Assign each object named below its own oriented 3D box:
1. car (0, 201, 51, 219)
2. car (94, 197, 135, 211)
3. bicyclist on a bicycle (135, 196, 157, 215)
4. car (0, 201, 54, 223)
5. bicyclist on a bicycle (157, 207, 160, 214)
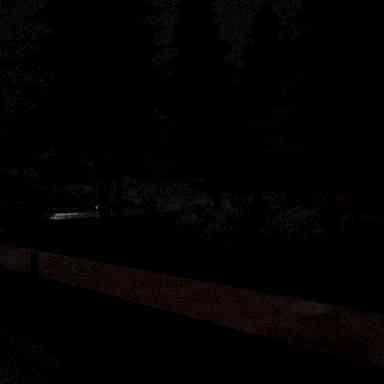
[{"bbox_3d":[-14.350,1.438,27.422,1.895,1.301,4.718,0,0,35],"label":"car"},{"bbox_3d":[-8.295,1.329,35.907,2.128,1.511,4.902,0,0,36],"label":"car"},{"bbox_3d":[-4.091,1.141,28.441,1.656,1.620,0.582,0,0,15],"label":"bicyclist on a bicycle"},{"bbox_3d":[-12.229,1.401,24.024,1.994,1.385,4.181,0,0,35],"label":"car"},{"bbox_3d":[-3.529,1.142,28.924,1.656,1.620,0.582,0,0,22],"label":"bicyclist on a bicycle"}]
